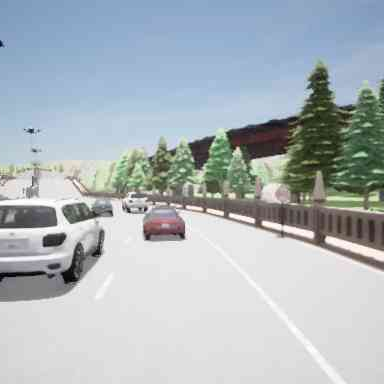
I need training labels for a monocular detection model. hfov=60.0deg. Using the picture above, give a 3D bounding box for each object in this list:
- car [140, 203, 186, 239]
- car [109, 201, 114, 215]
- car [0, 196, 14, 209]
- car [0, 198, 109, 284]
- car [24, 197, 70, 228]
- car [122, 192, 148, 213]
[{"bbox_3d":[-1.488,1.463,16.969,1.994,1.385,4.181,-1,0,-9],"label":"car"},{"bbox_3d":[-8.427,1.412,31.309,2.033,1.411,5.357,-1,0,-18],"label":"car"},{"bbox_3d":[-25.254,1.425,44.786,1.837,1.490,4.892,-1,1,-24],"label":"car"},{"bbox_3d":[-4.004,1.192,9.607,2.150,2.045,5.566,0,0,-6],"label":"car"},{"bbox_3d":[-9.816,1.285,22.957,2.097,1.767,4.553,-1,0,-13],"label":"car"},{"bbox_3d":[-6.056,1.039,35.170,2.150,2.045,5.566,0,0,-19],"label":"car"}]
